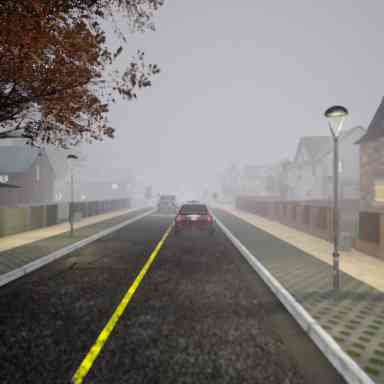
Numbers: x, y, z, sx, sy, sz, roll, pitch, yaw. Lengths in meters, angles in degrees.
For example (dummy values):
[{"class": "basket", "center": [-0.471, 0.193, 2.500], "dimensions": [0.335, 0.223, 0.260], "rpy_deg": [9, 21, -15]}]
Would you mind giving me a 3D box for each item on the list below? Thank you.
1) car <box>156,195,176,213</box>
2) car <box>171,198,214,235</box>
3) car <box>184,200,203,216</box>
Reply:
[{"class": "car", "center": [-2.819, 1.336, 38.669], "dimensions": [2.150, 2.045, 5.566], "rpy_deg": [0, -1, 0]}, {"class": "car", "center": [0.097, 1.382, 19.269], "dimensions": [2.097, 1.767, 4.553], "rpy_deg": [0, 0, 0]}, {"class": "car", "center": [0.103, 1.594, 34.116], "dimensions": [1.837, 1.490, 4.892], "rpy_deg": [0, -1, -1]}]
